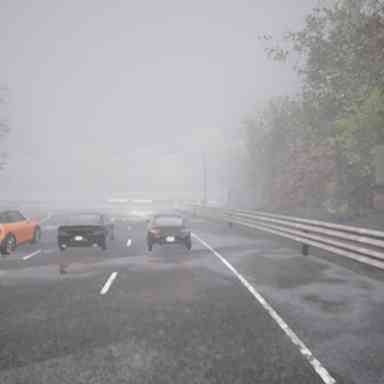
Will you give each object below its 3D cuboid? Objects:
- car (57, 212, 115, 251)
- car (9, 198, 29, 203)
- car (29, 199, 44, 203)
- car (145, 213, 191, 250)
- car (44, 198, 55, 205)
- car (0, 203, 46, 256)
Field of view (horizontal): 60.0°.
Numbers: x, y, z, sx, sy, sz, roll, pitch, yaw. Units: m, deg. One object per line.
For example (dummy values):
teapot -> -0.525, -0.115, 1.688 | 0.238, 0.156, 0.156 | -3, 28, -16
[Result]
car -> -4.657, 1.642, 15.181 | 1.882, 1.535, 5.008 | 0, 0, -8
car -> -40.348, 2.166, 76.755 | 4.553, 1.767, 2.097 | -1, -1, 41
car -> -37.969, 2.309, 79.319 | 5.008, 1.535, 1.882 | -1, -1, 41
car -> -1.136, 1.687, 15.258 | 1.812, 1.442, 4.674 | 0, 0, -8
car -> -35.546, 2.206, 81.848 | 4.553, 1.767, 2.097 | -1, -1, 41
car -> -8.021, 1.506, 13.940 | 2.097, 1.767, 4.553 | 0, -1, -7
